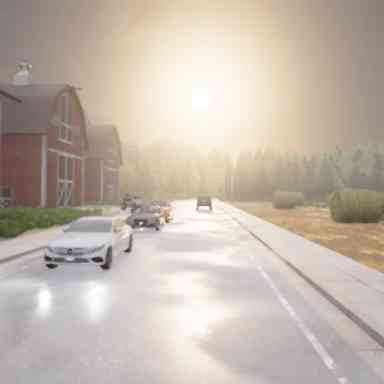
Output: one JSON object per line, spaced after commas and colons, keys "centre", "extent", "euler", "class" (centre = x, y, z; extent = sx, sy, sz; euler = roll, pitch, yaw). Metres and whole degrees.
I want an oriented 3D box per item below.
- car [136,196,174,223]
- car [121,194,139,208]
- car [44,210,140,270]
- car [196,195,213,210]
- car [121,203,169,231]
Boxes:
{"centre": [-2.634, 1.370, 25.781], "extent": [2.097, 1.767, 4.553], "euler": [1, 0, 2], "class": "car"}
{"centre": [-6.387, 1.255, 37.321], "extent": [1.905, 1.878, 3.866], "euler": [8, -3, -40], "class": "car"}
{"centre": [-3.234, 1.546, 11.335], "extent": [1.812, 1.442, 4.674], "euler": [1, 0, 2], "class": "car"}
{"centre": [1.739, 1.469, 47.328], "extent": [2.150, 2.045, 5.566], "euler": [1, -1, 2], "class": "car"}
{"centre": [-2.869, 1.636, 21.261], "extent": [1.994, 1.385, 4.181], "euler": [1, 0, 3], "class": "car"}
